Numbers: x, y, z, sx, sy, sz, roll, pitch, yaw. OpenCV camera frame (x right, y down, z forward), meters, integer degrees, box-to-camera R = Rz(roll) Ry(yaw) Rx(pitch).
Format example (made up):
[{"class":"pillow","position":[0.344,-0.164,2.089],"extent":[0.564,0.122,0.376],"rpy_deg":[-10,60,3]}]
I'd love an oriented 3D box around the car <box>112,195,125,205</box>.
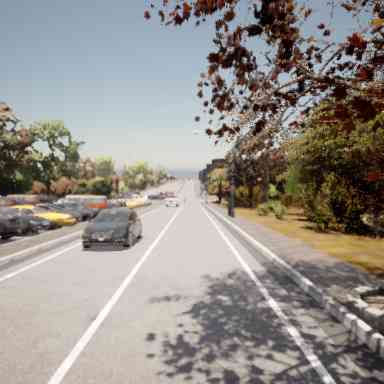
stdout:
[{"class":"car","position":[-10.288,1.471,37.385],"extent":[4.553,1.767,2.185],"rpy_deg":[0,0,0]}]

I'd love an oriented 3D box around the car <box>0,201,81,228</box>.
[{"class":"car","position":[-10.093,1.529,20.729],"extent":[5.366,1.575,1.946],"rpy_deg":[0,0,0]}]

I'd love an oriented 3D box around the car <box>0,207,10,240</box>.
[{"class":"car","position":[-10.104,1.498,12.401],"extent":[5.366,1.575,1.946],"rpy_deg":[0,0,0]}]

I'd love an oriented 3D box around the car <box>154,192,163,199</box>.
[{"class":"car","position":[-10.416,1.518,94.953],"extent":[4.792,1.488,2.163],"rpy_deg":[0,0,0]}]

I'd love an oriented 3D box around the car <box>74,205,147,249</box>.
[{"class":"car","position":[-3.355,1.513,14.718],"extent":[1.837,1.490,4.892],"rpy_deg":[0,0,0]}]

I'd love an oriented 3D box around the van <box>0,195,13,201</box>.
[{"class":"van","position":[-23.228,1.369,37.481],"extent":[4.442,1.987,1.878],"rpy_deg":[0,0,0]}]

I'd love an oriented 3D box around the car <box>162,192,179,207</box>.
[{"class":"car","position":[-3.408,1.448,56.624],"extent":[2.150,2.045,5.566],"rpy_deg":[0,0,0]}]

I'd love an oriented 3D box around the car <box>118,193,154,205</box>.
[{"class":"car","position":[-10.256,1.583,59.588],"extent":[5.566,2.045,2.435],"rpy_deg":[0,-1,0]}]

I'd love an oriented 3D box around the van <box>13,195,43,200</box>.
[{"class":"van","position":[-23.443,1.436,45.645],"extent":[4.442,1.987,1.878],"rpy_deg":[0,-1,0]}]

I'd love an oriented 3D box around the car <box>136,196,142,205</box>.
[{"class":"car","position":[-10.061,1.660,45.584],"extent":[5.366,1.575,1.946],"rpy_deg":[0,-1,0]}]

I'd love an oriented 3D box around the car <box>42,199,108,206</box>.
[{"class":"car","position":[-10.238,1.593,29.058],"extent":[4.792,1.488,2.163],"rpy_deg":[0,0,0]}]

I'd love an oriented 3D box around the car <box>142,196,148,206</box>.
[{"class":"car","position":[-10.053,1.728,51.256],"extent":[5.366,1.575,1.946],"rpy_deg":[0,-1,0]}]

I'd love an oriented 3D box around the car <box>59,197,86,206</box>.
[{"class":"car","position":[-23.332,1.774,65.031],"extent":[4.553,1.767,2.185],"rpy_deg":[0,-1,0]}]

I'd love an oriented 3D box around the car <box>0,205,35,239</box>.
[{"class":"car","position":[-10.279,1.513,15.178],"extent":[4.892,1.521,2.231],"rpy_deg":[0,0,0]}]

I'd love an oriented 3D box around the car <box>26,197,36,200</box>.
[{"class":"car","position":[-23.358,1.663,42.871],"extent":[4.792,1.488,2.163],"rpy_deg":[0,-1,0]}]

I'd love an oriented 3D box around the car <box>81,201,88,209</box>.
[{"class":"car","position":[-10.246,1.572,23.506],"extent":[4.792,1.488,2.163],"rpy_deg":[0,0,0]}]

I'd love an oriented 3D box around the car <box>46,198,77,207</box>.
[{"class":"car","position":[-23.305,1.873,59.614],"extent":[4.674,1.452,2.002],"rpy_deg":[0,-1,0]}]

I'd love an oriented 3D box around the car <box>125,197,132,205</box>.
[{"class":"car","position":[-10.247,1.614,40.164],"extent":[4.892,1.521,2.231],"rpy_deg":[0,-1,0]}]

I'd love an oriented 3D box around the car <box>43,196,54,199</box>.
[{"class":"car","position":[-23.294,1.724,48.535],"extent":[4.792,1.488,2.163],"rpy_deg":[0,-1,0]}]

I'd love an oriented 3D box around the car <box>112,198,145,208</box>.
[{"class":"car","position":[-10.241,1.767,54.032],"extent":[4.892,1.521,2.231],"rpy_deg":[0,-1,0]}]

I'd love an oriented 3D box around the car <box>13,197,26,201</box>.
[{"class":"car","position":[-23.362,1.641,40.232],"extent":[4.792,1.488,2.163],"rpy_deg":[0,0,0]}]

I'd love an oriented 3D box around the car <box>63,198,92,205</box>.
[{"class":"car","position":[-23.292,1.934,67.801],"extent":[5.008,1.535,2.097],"rpy_deg":[0,-1,0]}]

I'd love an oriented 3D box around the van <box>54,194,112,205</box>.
[{"class":"van","position":[-10.381,1.348,31.835],"extent":[4.442,1.987,1.878],"rpy_deg":[0,0,0]}]

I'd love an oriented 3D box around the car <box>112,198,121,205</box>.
[{"class":"car","position":[-10.290,1.613,34.611],"extent":[4.792,1.488,2.163],"rpy_deg":[0,0,0]}]

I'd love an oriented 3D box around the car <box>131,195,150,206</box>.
[{"class":"car","position":[-10.417,1.797,56.809],"extent":[5.366,1.575,1.946],"rpy_deg":[0,-1,0]}]

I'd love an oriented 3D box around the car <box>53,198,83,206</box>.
[{"class":"car","position":[-23.275,1.897,62.384],"extent":[4.792,1.488,2.163],"rpy_deg":[0,-1,0]}]

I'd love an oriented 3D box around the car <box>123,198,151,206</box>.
[{"class":"car","position":[-10.230,1.869,62.360],"extent":[5.008,1.535,2.097],"rpy_deg":[0,-1,0]}]

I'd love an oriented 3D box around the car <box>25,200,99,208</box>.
[{"class":"car","position":[-10.242,1.582,26.282],"extent":[4.792,1.488,2.163],"rpy_deg":[0,0,0]}]

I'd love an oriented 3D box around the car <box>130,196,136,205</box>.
[{"class":"car","position":[-10.435,1.633,42.931],"extent":[5.366,1.575,1.946],"rpy_deg":[0,-1,0]}]

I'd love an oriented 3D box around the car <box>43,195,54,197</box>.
[{"class":"car","position":[-23.347,1.478,51.308],"extent":[5.566,2.045,2.435],"rpy_deg":[0,-1,0]}]

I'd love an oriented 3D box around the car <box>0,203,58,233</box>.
[{"class":"car","position":[-10.288,1.523,17.954],"extent":[4.892,1.521,2.231],"rpy_deg":[0,0,0]}]

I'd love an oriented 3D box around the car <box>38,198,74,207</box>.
[{"class":"car","position":[-23.126,1.795,56.844],"extent":[5.366,1.575,1.946],"rpy_deg":[0,-1,0]}]
